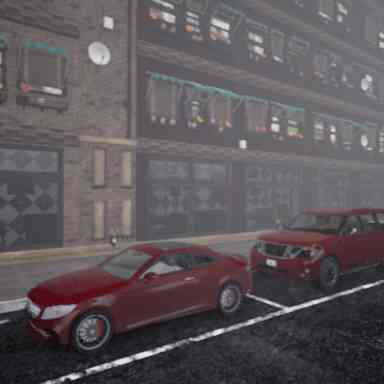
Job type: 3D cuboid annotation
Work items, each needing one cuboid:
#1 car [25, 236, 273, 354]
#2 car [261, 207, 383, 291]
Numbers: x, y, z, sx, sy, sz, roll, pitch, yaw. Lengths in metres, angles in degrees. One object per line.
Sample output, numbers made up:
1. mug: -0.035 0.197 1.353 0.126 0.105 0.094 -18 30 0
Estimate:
1. car: -0.695 1.605 6.065 4.206 1.307 1.802 1 0 -36
2. car: 3.942 1.385 9.377 5.009 1.841 2.192 1 0 -36
